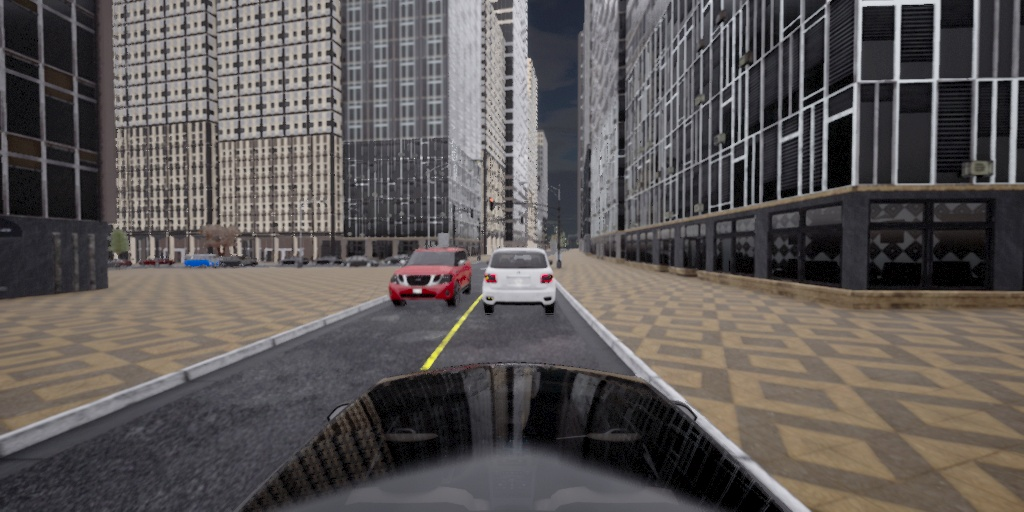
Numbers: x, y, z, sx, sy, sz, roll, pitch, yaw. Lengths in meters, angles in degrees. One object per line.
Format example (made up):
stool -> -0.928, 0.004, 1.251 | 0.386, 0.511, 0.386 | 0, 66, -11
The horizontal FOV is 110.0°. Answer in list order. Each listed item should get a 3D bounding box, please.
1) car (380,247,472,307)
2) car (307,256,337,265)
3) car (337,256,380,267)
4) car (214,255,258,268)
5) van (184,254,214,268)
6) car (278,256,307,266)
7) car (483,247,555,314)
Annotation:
car -> -2.892, 0.676, 13.996 | 2.150, 2.045, 5.566 | 0, 2, 2
car -> -26.060, 0.620, 50.837 | 4.313, 1.339, 1.948 | 0, 0, 12
car -> -16.768, 0.624, 40.325 | 4.403, 1.370, 2.007 | 0, 0, 12
car -> -35.815, 0.780, 46.983 | 4.892, 1.490, 1.837 | 0, 1, 12
van -> -38.788, 0.700, 44.946 | 3.998, 1.789, 1.690 | 0, 0, 12
car -> -31.564, 0.692, 51.992 | 4.313, 1.339, 1.948 | 0, 0, 12
car -> 0.262, 0.715, 12.498 | 2.150, 2.045, 5.566 | 0, 2, 2
